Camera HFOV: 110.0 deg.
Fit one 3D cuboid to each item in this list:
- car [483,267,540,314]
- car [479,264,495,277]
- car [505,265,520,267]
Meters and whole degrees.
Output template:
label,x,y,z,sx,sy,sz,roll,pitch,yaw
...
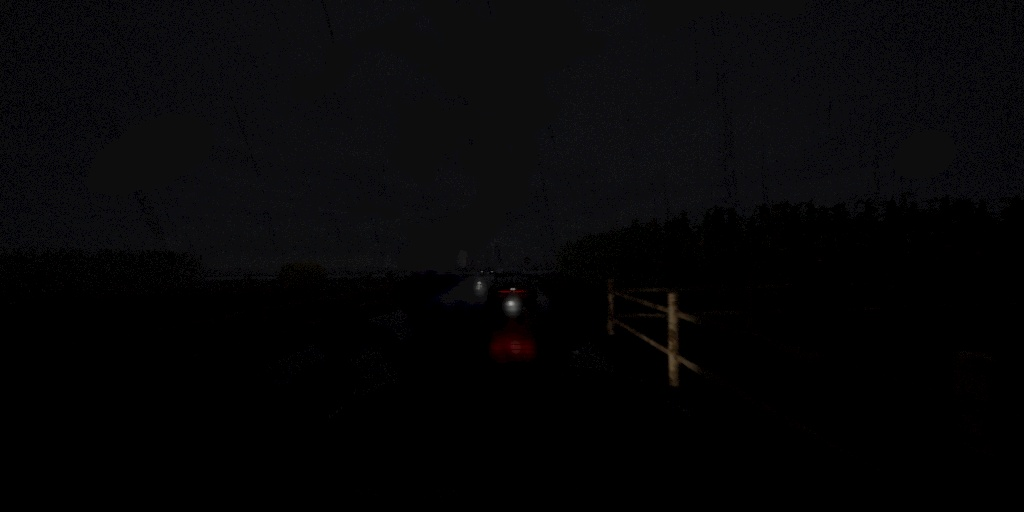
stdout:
label,x,y,z,sx,sy,sz,roll,pitch,yaw
car,0.048,1.373,14.367,1.837,1.490,4.892,0,0,1
car,-2.788,1.747,43.105,1.837,1.490,4.892,0,-1,1
car,0.059,1.543,30.473,1.882,1.535,5.008,0,-1,0
